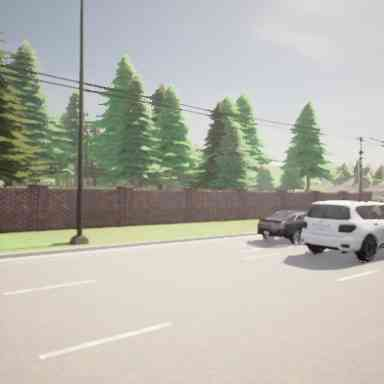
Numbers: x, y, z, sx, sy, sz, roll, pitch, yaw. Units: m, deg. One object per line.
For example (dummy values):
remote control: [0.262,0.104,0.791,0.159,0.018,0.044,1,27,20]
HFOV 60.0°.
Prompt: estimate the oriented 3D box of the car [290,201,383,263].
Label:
car: [6.578,1.356,12.844,5.566,2.045,2.150,0,0,-35]

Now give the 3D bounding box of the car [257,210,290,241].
car: [5.315,1.633,16.230,4.902,1.511,2.128,1,0,-35]
